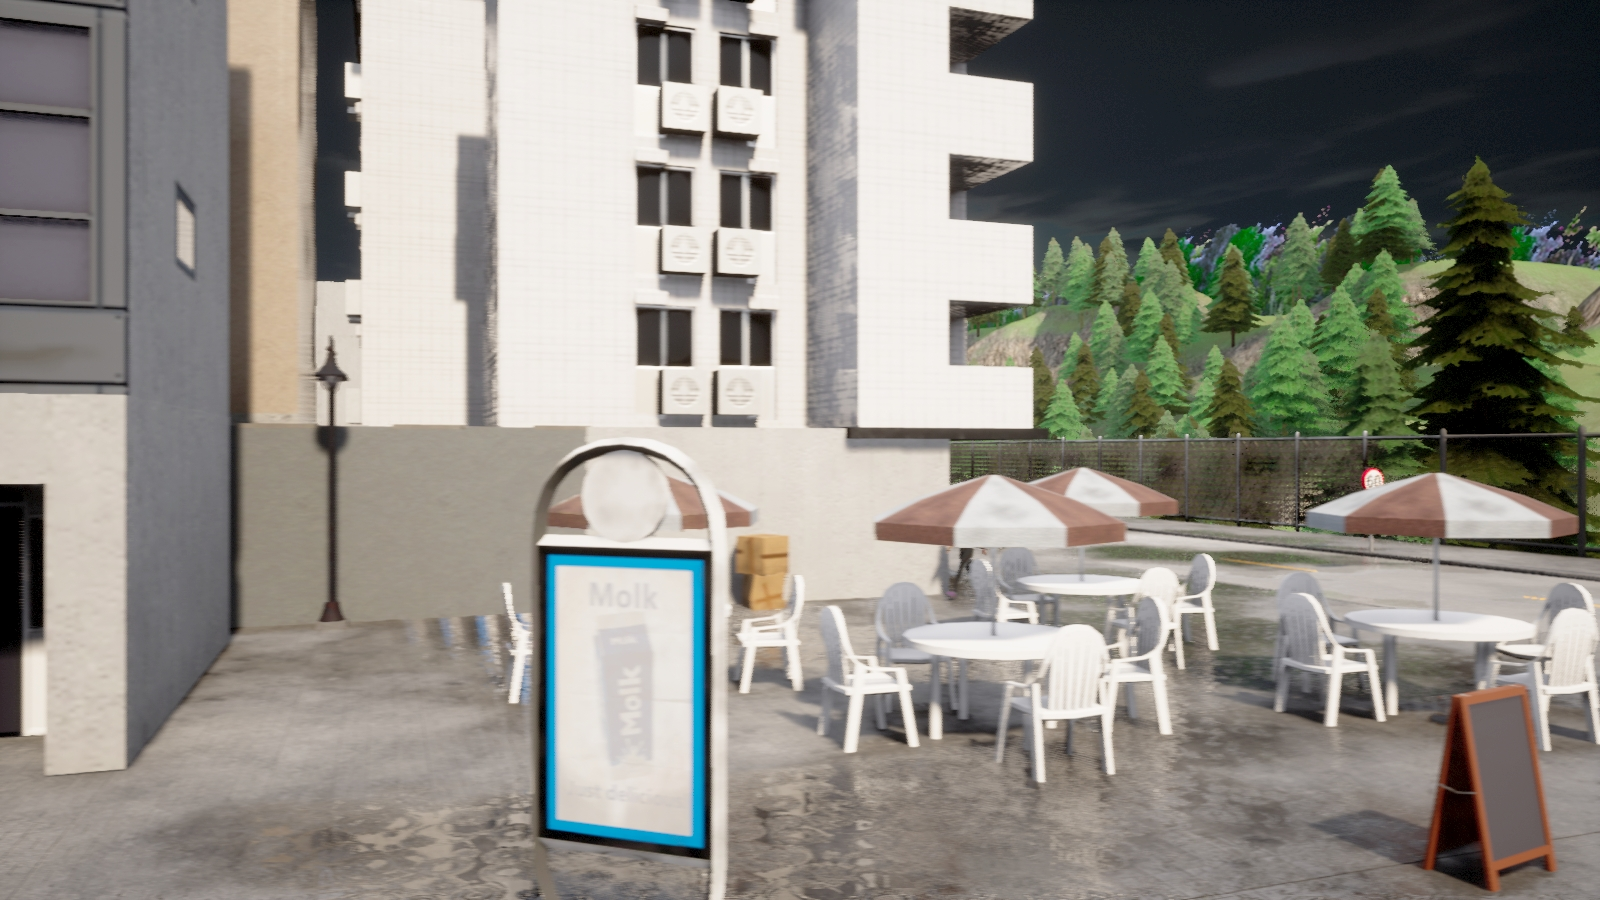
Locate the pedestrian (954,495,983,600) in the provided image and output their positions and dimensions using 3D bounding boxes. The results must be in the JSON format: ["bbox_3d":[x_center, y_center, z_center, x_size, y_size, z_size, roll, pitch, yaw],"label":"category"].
[{"bbox_3d":[3.076,1.769,20.889,0.375,1.860,0.375,0,0,-42],"label":"pedestrian"}]
